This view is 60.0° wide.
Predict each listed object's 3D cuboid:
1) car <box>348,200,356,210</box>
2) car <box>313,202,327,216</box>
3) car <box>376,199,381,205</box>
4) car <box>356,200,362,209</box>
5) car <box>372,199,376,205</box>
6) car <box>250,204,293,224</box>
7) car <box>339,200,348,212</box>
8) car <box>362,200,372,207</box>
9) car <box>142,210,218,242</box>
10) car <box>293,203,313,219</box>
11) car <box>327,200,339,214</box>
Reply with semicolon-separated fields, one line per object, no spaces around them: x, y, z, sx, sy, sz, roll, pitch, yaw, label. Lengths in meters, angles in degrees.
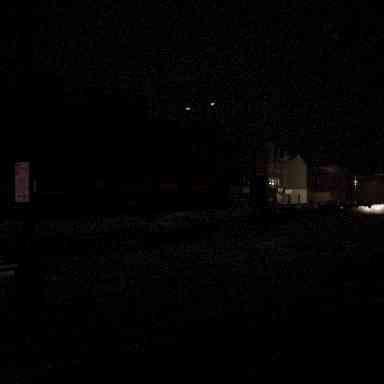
22.243;1.950;48.895;2.008;1.369;4.403;-1;-1;35;car
12.494;1.819;35.118;1.802;1.307;4.206;-1;-1;35;car
44.990;2.458;81.036;2.008;1.369;4.403;-2;-2;35;car
25.493;2.011;53.486;2.008;1.369;4.403;-1;-1;35;car
35.242;2.209;67.262;1.887;1.381;4.507;-1;-2;35;car
5.995;1.713;25.934;1.947;1.339;4.313;-1;-1;35;car
18.992;1.782;44.304;1.967;1.590;4.097;-1;-1;35;car
31.993;2.144;62.671;2.008;1.369;4.403;-1;-1;35;car
-0.407;1.597;16.889;1.752;1.417;4.829;-1;-1;35;car
9.244;1.741;30.526;2.008;1.369;4.403;-1;-1;35;car
15.744;1.832;39.710;1.887;1.381;4.507;-1;-1;35;car
